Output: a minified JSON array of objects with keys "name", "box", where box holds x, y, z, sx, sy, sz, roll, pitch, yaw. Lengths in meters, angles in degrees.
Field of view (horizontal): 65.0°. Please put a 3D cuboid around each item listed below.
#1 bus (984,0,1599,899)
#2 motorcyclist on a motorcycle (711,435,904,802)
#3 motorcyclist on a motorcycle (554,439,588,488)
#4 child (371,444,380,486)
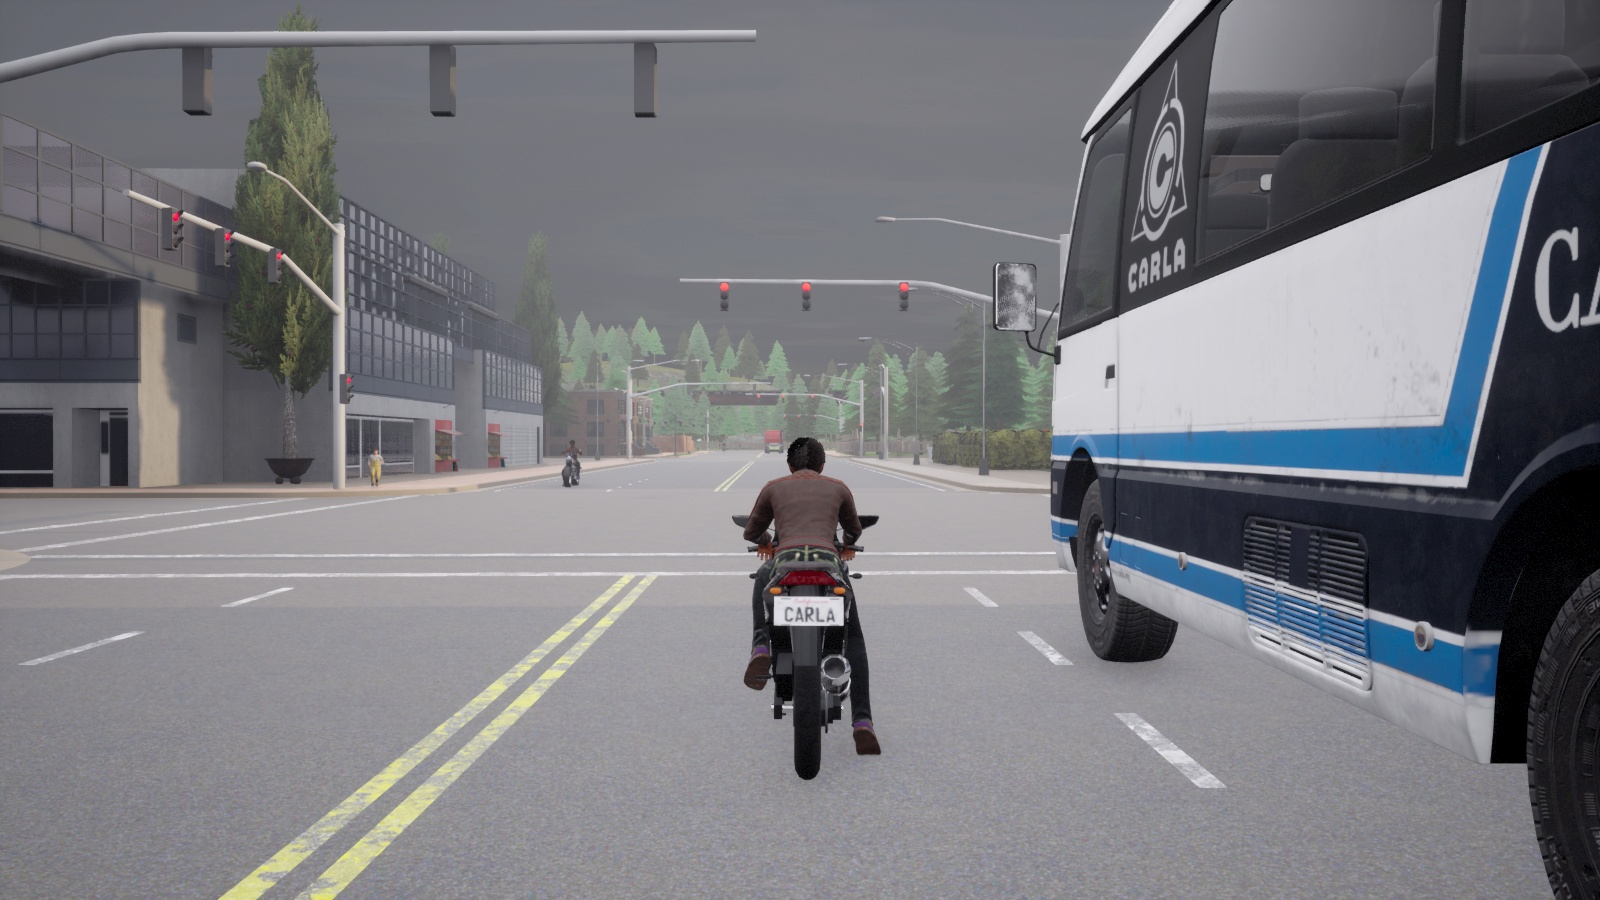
[{"name":"bus","box":[3.533,-0.659,5.564,3.944,4.253,10.273,0,0,0]},{"name":"motorcyclist on a motorcycle","box":[0.030,0.693,6.236,0.797,1.523,2.044,0,0,0]},{"name":"motorcyclist on a motorcycle","box":[-7.852,0.447,43.159,0.766,1.649,2.350,0,0,-1]},{"name":"child","box":[-13.029,0.457,38.542,0.270,1.263,0.437,0,0,-19]}]
